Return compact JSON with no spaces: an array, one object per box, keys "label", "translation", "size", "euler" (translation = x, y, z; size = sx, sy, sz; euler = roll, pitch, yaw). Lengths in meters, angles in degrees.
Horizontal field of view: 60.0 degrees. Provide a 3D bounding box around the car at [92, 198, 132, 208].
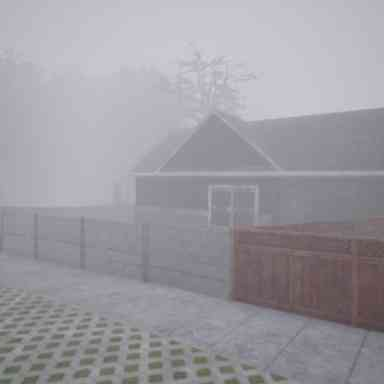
[{"label":"car","translation":[-8.452,1.421,35.286],"size":[1.812,1.442,4.674],"euler":[2,2,35]}]
